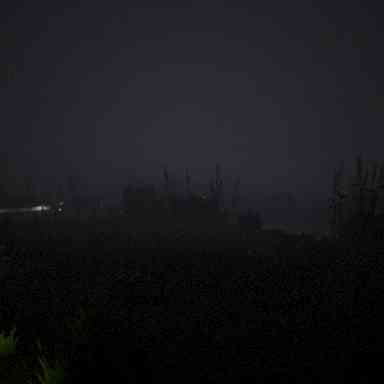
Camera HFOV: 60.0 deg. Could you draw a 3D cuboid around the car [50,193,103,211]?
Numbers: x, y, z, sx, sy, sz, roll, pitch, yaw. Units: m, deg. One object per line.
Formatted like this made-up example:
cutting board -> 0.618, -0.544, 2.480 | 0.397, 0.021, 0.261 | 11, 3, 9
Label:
car -> -10.539, 0.960, 30.381 | 2.097, 1.767, 4.553 | 0, 3, 40
